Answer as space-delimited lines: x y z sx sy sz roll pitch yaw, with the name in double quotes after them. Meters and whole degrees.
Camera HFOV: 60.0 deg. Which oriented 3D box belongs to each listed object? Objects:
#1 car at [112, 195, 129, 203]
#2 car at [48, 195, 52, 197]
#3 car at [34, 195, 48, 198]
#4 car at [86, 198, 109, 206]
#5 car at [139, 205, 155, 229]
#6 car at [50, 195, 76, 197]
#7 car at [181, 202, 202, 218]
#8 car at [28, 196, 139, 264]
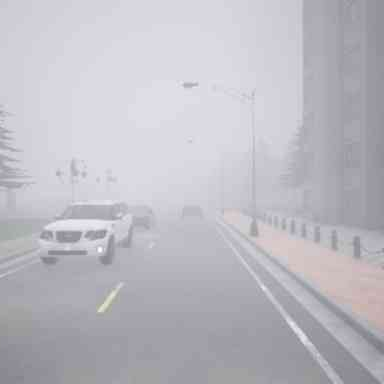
-17.946 1.714 83.533 3.866 1.878 1.905 0 0 0 "car"
-36.053 1.989 86.943 4.514 1.523 2.007 0 0 0 "car"
-36.060 1.940 76.950 3.633 1.501 1.845 0 0 0 "car"
-17.594 1.858 62.043 3.633 1.501 1.845 0 0 0 "car"
-3.657 1.647 22.957 1.882 1.535 5.008 0 0 0 "car"
-25.025 1.902 64.997 3.806 1.475 1.970 0 0 0 "car"
-0.009 1.710 32.606 1.882 1.535 5.008 0 0 -1 "car"
-3.644 1.317 12.522 2.150 2.045 5.566 0 0 0 "car"
